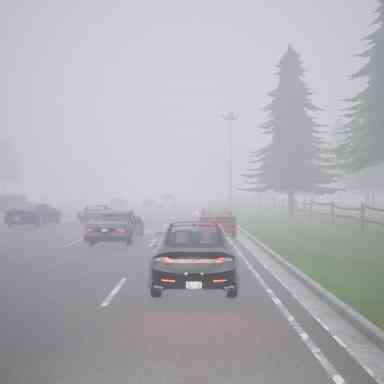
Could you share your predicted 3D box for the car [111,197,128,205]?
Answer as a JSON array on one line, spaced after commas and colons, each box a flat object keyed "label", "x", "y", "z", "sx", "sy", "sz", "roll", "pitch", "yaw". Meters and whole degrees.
[{"label": "car", "x": -10.394, "y": 1.491, "z": 47.545, "sx": 2.128, "sy": 1.511, "sz": 4.902, "roll": 0, "pitch": 0, "yaw": 0}]

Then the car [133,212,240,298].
[{"label": "car", "x": 0.054, "y": 1.492, "z": 8.510, "sx": 2.128, "sy": 1.511, "sz": 4.902, "roll": 0, "pitch": 0, "yaw": 0}]

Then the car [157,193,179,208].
[{"label": "car", "x": -3.392, "y": 1.221, "z": 48.253, "sx": 2.150, "sy": 2.045, "sz": 5.566, "roll": 0, "pitch": 0, "yaw": 0}]

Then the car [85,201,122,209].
[{"label": "car", "x": -6.897, "y": 1.601, "z": 24.937, "sx": 1.895, "sy": 1.301, "sz": 4.718, "roll": 0, "pitch": 0, "yaw": 0}]

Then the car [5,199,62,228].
[{"label": "car", "x": -10.396, "y": 1.477, "z": 22.244, "sx": 1.882, "sy": 1.535, "sz": 5.008, "roll": 0, "pitch": 0, "yaw": 0}]

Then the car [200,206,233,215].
[{"label": "car", "x": 1.227, "y": 1.478, "z": 17.852, "sx": 1.882, "sy": 1.535, "sz": 5.008, "roll": 0, "pitch": 0, "yaw": 0}]

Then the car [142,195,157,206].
[{"label": "car", "x": -6.892, "y": 1.564, "z": 54.080, "sx": 1.994, "sy": 1.385, "sz": 4.181, "roll": 0, "pitch": 0, "yaw": 0}]

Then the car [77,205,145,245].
[{"label": "car", "x": -3.398, "y": 1.547, "z": 15.446, "sx": 2.033, "sy": 1.411, "sz": 5.357, "roll": 0, "pitch": 0, "yaw": 0}]

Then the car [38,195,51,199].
[{"label": "car", "x": -34.426, "y": 1.478, "z": 77.436, "sx": 1.882, "sy": 1.535, "sz": 5.008, "roll": 0, "pitch": 0, "yaw": -40}]
